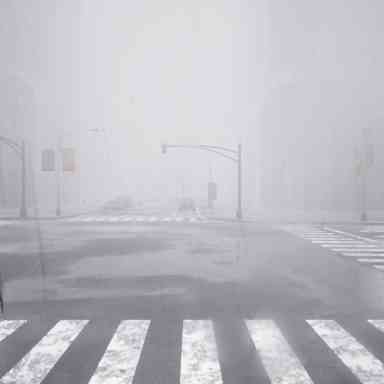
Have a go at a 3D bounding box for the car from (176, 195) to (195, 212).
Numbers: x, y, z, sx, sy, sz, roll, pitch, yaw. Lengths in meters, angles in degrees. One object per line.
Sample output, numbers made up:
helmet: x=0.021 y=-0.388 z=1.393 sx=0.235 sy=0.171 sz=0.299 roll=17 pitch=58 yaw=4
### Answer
car: x=-0.566 y=1.448 z=38.991 sx=1.967 sy=1.590 sz=4.097 roll=0 pitch=0 yaw=0

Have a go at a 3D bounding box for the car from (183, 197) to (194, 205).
car: x=-0.682 y=1.603 z=60.690 sx=1.887 sy=1.381 sz=4.507 roll=0 pitch=0 yaw=0

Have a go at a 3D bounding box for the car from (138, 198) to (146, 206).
car: x=-9.176 y=1.570 z=55.056 sx=1.752 sy=1.417 sz=4.829 roll=0 pitch=0 yaw=0

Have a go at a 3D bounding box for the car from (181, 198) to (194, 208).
car: x=-0.623 y=1.615 z=49.840 sx=1.802 sy=1.307 sz=4.206 roll=0 pitch=0 yaw=0

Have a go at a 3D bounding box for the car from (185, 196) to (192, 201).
car: x=-0.857 y=1.696 z=93.240 sx=1.887 sy=1.381 sz=4.507 roll=0 pitch=0 yaw=0

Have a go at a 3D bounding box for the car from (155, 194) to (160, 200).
car: x=-9.295 y=1.417 z=76.930 sx=2.192 sy=1.841 sz=5.009 roll=0 pitch=0 yaw=0

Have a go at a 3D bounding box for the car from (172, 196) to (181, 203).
car: x=-3.522 y=1.652 z=75.843 sx=1.994 sy=1.385 sz=4.181 roll=0 pitch=0 yaw=0

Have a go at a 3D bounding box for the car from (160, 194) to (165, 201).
car: x=-9.381 y=1.696 z=93.207 sx=1.887 sy=1.381 sz=4.507 roll=0 pitch=0 yaw=0

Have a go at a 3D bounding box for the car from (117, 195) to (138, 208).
car: x=-9.120 y=1.335 z=44.374 sx=2.192 sy=1.841 sz=5.009 roll=0 pitch=0 yaw=0

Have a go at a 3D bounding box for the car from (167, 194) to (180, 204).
car: x=-3.364 y=1.574 z=64.896 sx=1.837 sy=1.490 sz=4.892 roll=0 pitch=0 yaw=0

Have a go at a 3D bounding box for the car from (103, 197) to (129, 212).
car: x=-9.090 y=1.574 z=38.948 sx=1.947 sy=1.339 sz=4.313 roll=0 pitch=0 yaw=0

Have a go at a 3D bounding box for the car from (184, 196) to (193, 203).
car: x=-0.741 y=1.613 z=71.710 sx=1.752 sy=1.417 sz=4.829 roll=0 pitch=0 yaw=0

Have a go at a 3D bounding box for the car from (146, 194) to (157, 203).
car: x=-9.265 y=1.669 z=71.504 sx=1.802 sy=1.307 sz=4.206 roll=0 pitch=0 yaw=0

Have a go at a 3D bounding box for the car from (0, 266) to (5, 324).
car: x=-3.399 y=1.490 z=3.323 sx=2.128 sy=1.511 sz=4.902 roll=1 pitch=0 yaw=-15
